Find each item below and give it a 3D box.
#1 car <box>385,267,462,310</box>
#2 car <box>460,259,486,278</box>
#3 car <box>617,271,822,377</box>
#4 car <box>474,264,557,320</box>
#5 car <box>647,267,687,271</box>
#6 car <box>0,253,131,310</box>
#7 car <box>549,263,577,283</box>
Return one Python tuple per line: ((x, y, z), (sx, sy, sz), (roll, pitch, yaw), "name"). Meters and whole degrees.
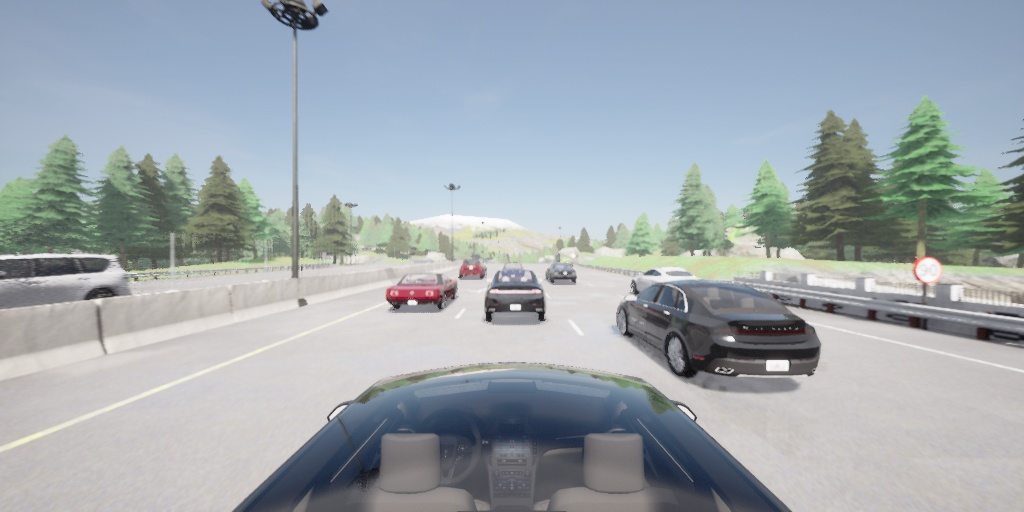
((-3.401, 1.302, 14.489), (1.895, 1.301, 4.718), (0, 0, 0), "car")
((-3.403, 1.008, 31.978), (2.097, 1.767, 4.553), (0, 0, 0), "car")
((3.599, 1.228, 7.284), (1.837, 1.490, 4.892), (0, 0, 0), "car")
((0.099, 1.199, 12.334), (2.128, 1.511, 4.902), (0, 0, 0), "car")
((7.084, 1.221, 16.632), (1.812, 1.442, 4.674), (0, 0, 0), "car")
((-14.094, 0.937, 9.874), (2.150, 2.045, 5.566), (0, 0, 0), "car")
((3.597, 1.216, 26.774), (2.033, 1.411, 5.357), (0, 0, 0), "car")
